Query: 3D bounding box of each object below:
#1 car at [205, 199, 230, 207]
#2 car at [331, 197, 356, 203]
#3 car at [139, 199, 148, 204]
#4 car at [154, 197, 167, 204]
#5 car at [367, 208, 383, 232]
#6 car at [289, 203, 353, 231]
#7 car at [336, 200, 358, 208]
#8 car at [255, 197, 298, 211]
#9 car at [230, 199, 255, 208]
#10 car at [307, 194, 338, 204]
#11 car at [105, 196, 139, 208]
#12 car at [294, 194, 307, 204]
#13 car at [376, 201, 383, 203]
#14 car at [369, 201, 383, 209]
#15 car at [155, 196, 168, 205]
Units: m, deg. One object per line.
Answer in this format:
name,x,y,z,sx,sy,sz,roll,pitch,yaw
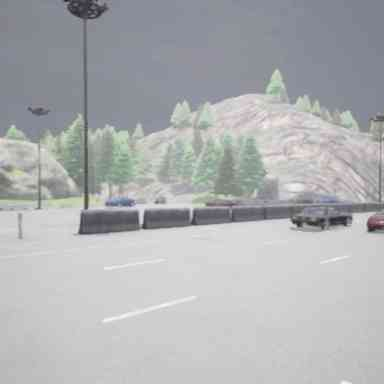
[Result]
car,3.831,1.503,40.507,4.718,1.301,1.895,1,0,-41
car,21.887,1.799,46.872,4.181,1.385,1.994,2,-1,-41
car,-13.531,2.673,89.965,2.097,1.767,4.553,-1,-3,-30
car,-7.314,1.991,76.054,2.033,1.411,5.357,0,-2,-15
car,11.974,1.616,19.508,4.181,1.385,1.994,0,0,-41
car,8.273,1.605,20.931,4.718,1.301,1.895,0,0,-41
car,29.132,2.292,62.327,4.718,1.301,1.895,3,-1,-41
car,9.135,1.537,35.840,4.181,1.385,1.994,1,0,-41
car,6.890,1.506,38.524,4.181,1.385,1.994,1,0,-41
car,20.225,1.445,50.049,5.566,2.045,2.150,3,-1,-41
car,-9.128,1.266,42.478,1.882,1.535,5.008,-1,-1,20
car,17.201,1.372,52.049,5.566,2.045,2.150,3,-1,-40
car,33.806,2.249,57.126,5.008,1.535,1.882,3,-1,-41
car,40.487,2.806,72.180,4.902,1.511,2.128,3,-1,-41
car,-5.499,1.495,60.373,1.837,1.490,4.892,0,-1,2
